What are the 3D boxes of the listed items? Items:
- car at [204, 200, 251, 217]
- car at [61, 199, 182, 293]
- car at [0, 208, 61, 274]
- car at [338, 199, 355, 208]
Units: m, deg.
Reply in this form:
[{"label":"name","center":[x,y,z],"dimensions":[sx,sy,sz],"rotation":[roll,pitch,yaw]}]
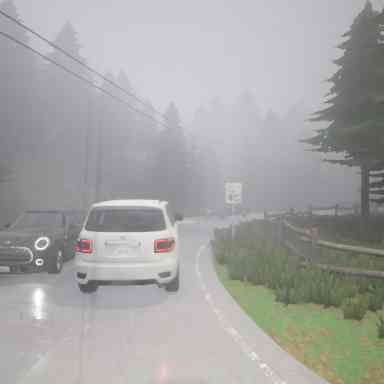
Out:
[{"label":"car","center":[3.087,1.433,28.633],"dimensions":[4.902,1.511,2.128],"rotation":[0,0,-44]},{"label":"car","center":[-1.435,1.200,9.002],"dimensions":[2.150,2.045,5.566],"rotation":[0,0,-3]},{"label":"car","center":[-4.536,1.320,10.483],"dimensions":[2.097,1.767,4.553],"rotation":[0,0,4]},{"label":"car","center":[17.895,1.453,35.982],"dimensions":[4.902,1.511,2.128],"rotation":[0,0,-32]}]
